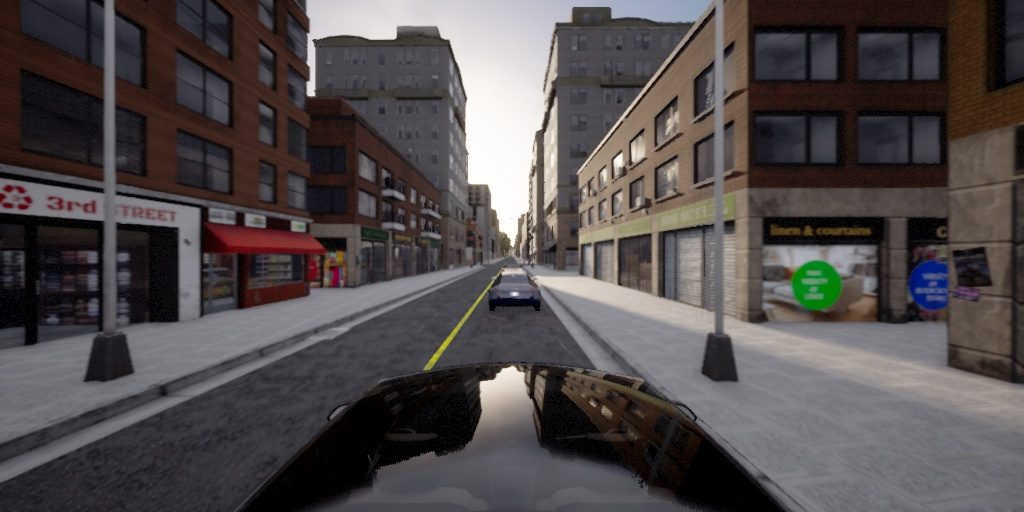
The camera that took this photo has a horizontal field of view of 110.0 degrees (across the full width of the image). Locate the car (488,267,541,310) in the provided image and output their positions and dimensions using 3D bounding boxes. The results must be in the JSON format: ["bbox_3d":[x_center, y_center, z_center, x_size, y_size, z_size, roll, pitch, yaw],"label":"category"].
[{"bbox_3d":[0.100,1.309,14.634,1.994,1.385,4.181,0,0,0],"label":"car"}]

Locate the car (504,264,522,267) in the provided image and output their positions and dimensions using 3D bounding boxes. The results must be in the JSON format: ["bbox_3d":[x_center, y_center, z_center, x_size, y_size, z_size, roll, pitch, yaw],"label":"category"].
[{"bbox_3d":[0.098,1.346,32.746,1.895,1.301,4.718,0,0,0],"label":"car"}]
